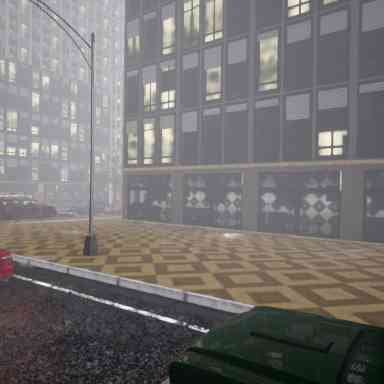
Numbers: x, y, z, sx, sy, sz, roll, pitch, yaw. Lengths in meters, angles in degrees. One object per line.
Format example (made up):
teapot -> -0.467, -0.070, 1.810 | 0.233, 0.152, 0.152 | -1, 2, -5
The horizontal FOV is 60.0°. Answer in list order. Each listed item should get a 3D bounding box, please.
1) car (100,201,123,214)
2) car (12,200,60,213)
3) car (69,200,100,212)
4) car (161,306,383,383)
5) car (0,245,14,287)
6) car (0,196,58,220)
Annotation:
car -> -8.034, 1.830, 39.135 | 1.752, 1.417, 4.829 | 1, 0, 36
car -> -18.330, 1.643, 39.271 | 1.752, 1.417, 4.829 | 1, 0, 36
car -> -12.836, 1.757, 42.364 | 2.033, 1.411, 5.357 | 1, 0, 36
car -> 2.056, 1.601, 2.220 | 4.718, 1.301, 1.895 | 0, 0, 35
car -> -6.057, 1.521, 7.965 | 4.674, 1.442, 1.812 | 0, 0, 35
car -> -14.808, 1.519, 29.906 | 2.192, 1.841, 5.009 | 1, 0, 36
